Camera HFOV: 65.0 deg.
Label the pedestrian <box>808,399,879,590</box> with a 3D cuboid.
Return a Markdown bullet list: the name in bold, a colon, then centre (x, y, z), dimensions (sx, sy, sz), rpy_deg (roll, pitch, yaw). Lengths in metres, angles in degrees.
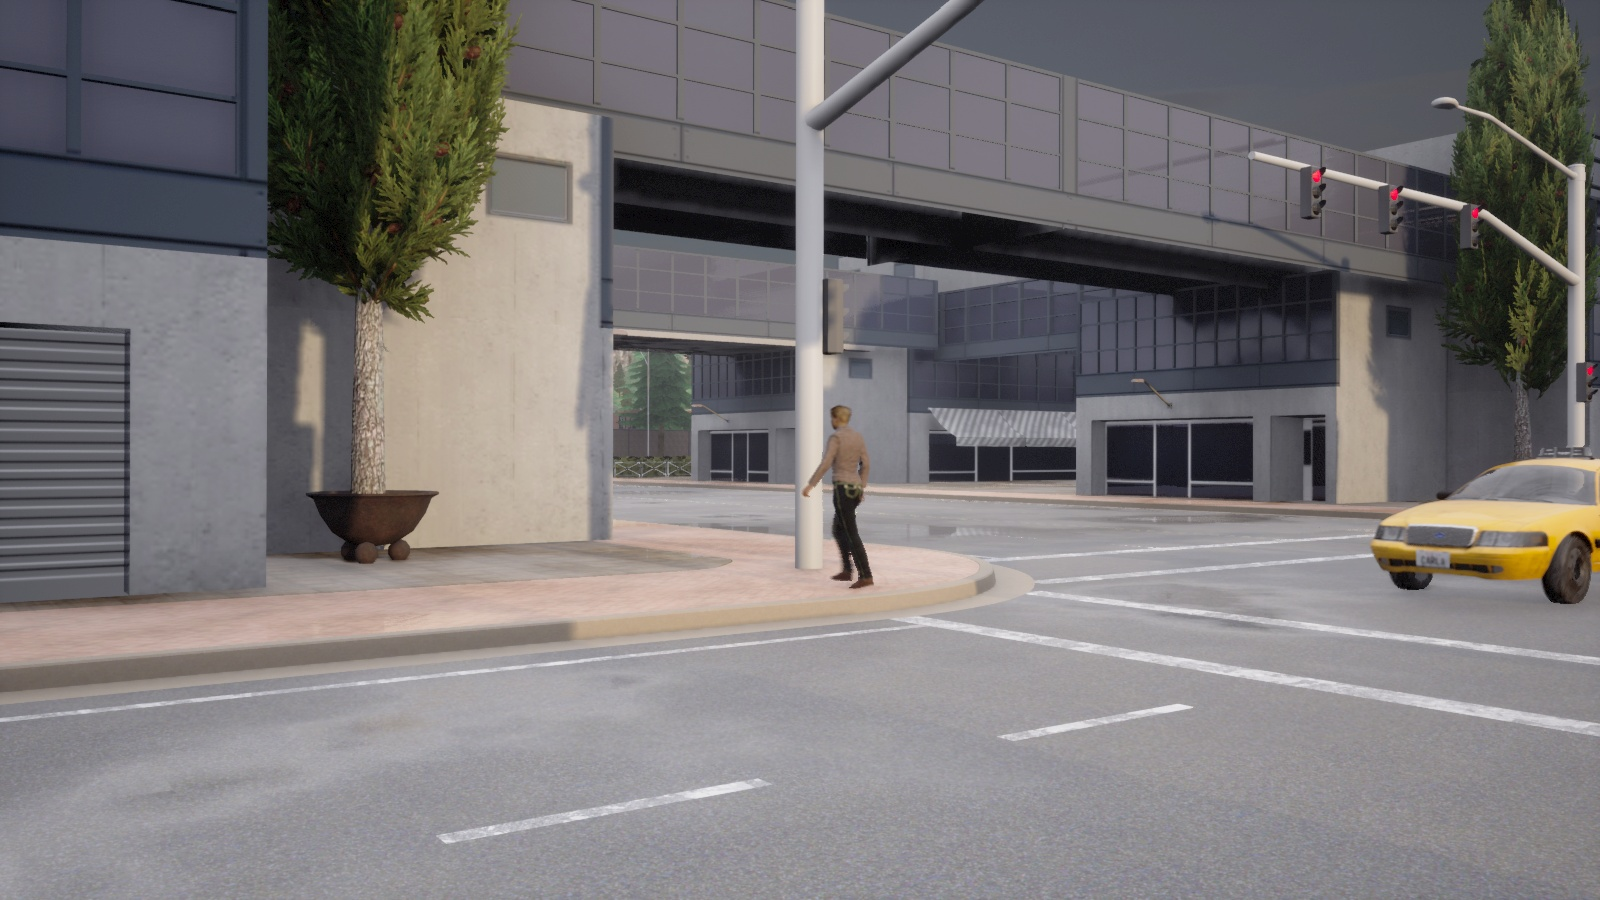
- **pedestrian**: centre (0.430, 0.433, 12.483), dimensions (0.634, 1.846, 0.331), rpy_deg (0, 0, 40)

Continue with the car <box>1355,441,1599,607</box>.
- **car**: centre (8.592, 0.699, 14.204), dimensions (5.366, 1.575, 1.801), rpy_deg (0, 0, -36)
